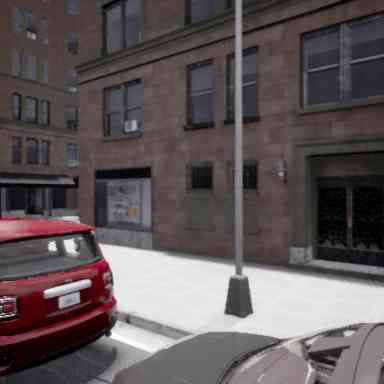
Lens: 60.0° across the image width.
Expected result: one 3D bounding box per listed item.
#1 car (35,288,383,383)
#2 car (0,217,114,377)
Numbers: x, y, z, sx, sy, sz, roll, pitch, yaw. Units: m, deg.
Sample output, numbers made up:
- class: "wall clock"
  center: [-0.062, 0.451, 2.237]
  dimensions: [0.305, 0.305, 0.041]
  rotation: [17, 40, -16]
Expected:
- class: "car"
  center: [1.279, 1.551, 1.897]
  dimensions: [4.403, 1.369, 2.008]
  rotation: [0, 0, 35]
- class: "car"
  center: [-3.347, 1.321, 5.197]
  dimensions: [5.009, 1.841, 2.192]
  rotation: [0, 0, 35]
